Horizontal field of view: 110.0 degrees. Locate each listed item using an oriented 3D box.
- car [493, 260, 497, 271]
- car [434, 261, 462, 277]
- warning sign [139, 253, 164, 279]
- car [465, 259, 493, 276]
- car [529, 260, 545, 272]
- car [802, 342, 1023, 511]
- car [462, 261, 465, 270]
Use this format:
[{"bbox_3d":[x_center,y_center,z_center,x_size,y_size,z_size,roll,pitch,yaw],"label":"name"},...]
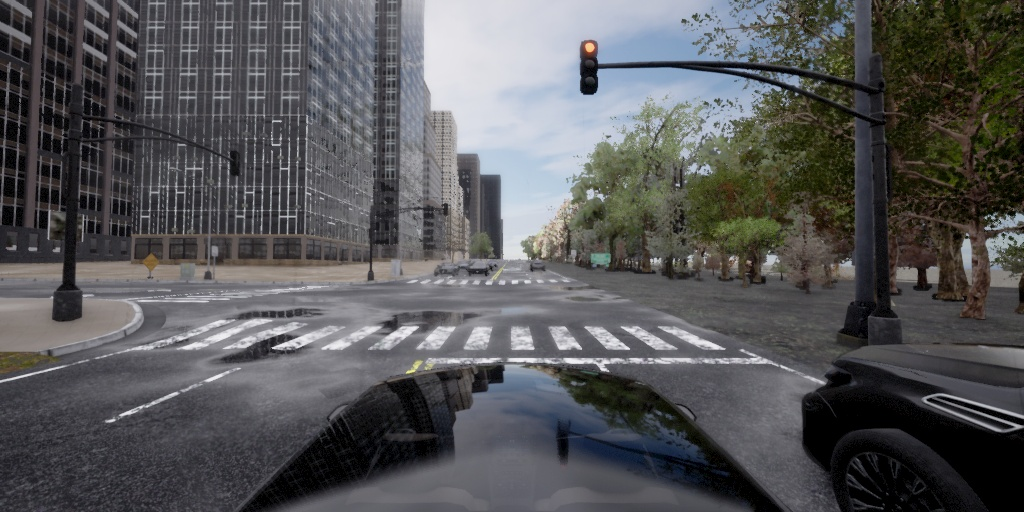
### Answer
[{"bbox_3d":[-3.342,1.381,47.423,1.895,1.301,4.718,0,0,0],"label":"car"},{"bbox_3d":[-6.589,1.337,36.413,1.994,1.385,4.181,0,0,0],"label":"car"},{"bbox_3d":[-26.157,0.734,25.921,1.060,1.860,1.300,0,0,-4],"label":"warning sign"},{"bbox_3d":[-3.339,1.251,37.119,1.882,1.535,5.008,0,0,0],"label":"car"},{"bbox_3d":[3.373,1.246,48.177,2.128,1.511,4.902,1,1,0],"label":"car"},{"bbox_3d":[3.359,0.963,0.428,2.150,2.045,5.566,0,0,0],"label":"car"},{"bbox_3d":[-6.589,1.329,48.493,2.033,1.411,5.357,0,0,0],"label":"car"}]
